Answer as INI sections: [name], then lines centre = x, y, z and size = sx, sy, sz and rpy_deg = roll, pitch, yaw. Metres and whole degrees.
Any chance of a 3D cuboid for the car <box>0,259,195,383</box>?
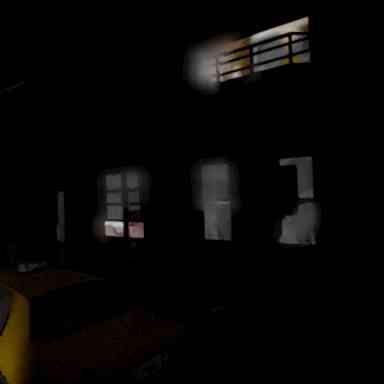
[car]
centre = -2.244, 1.566, 4.349
size = 4.829, 1.417, 1.752
rpy_deg = -1, -2, 36
